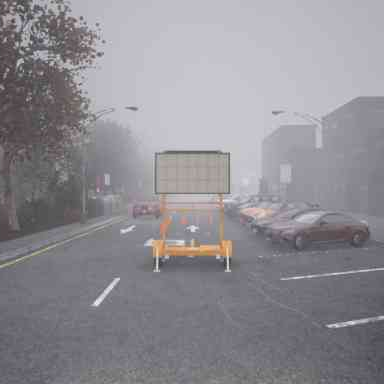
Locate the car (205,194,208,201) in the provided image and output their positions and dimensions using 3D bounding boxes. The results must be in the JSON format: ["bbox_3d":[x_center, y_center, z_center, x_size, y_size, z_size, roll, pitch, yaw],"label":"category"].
[{"bbox_3d":[5.414,1.613,65.020,5.366,1.575,1.946,1,0,-20],"label":"car"}]

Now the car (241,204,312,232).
[{"bbox_3d":[5.321,1.518,17.028,4.792,1.488,2.163,1,0,-20],"label":"car"}]

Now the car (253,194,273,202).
[{"bbox_3d":[18.637,1.463,87.065,2.435,2.045,5.566,0,0,-21],"label":"car"}]

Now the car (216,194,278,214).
[{"bbox_3d":[5.401,1.252,29.024,5.566,2.045,2.435,1,0,-20],"label":"car"}]

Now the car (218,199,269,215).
[{"bbox_3d":[5.419,1.545,35.039,4.792,1.488,2.163,1,0,-20],"label":"car"}]

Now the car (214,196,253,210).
[{"bbox_3d":[5.470,1.414,44.054,4.553,1.767,2.185,1,0,-20],"label":"car"}]

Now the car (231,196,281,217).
[{"bbox_3d":[5.411,1.369,23.049,4.553,1.767,2.185,1,0,-20],"label":"car"}]

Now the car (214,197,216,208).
[{"bbox_3d":[5.255,1.503,31.982,5.366,1.575,1.946,1,0,-20],"label":"car"}]

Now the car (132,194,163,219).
[{"bbox_3d":[-3.835,1.240,29.496,2.150,2.045,5.566,0,0,0],"label":"car"}]

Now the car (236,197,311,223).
[{"bbox_3d":[5.395,1.366,20.048,4.553,1.767,2.185,1,0,-20],"label":"car"}]

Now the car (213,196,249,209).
[{"bbox_3d":[5.486,1.424,47.056,4.553,1.767,2.185,1,0,-20],"label":"car"}]

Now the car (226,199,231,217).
[{"bbox_3d":[5.391,1.538,26.045,4.674,1.452,2.002,1,0,-20],"label":"car"}]

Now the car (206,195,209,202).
[{"bbox_3d":[5.554,1.583,56.075,5.008,1.535,2.097,1,-1,-20],"label":"car"}]

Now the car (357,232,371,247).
[{"bbox_3d":[5.318,1.487,5.036,4.892,1.521,2.231,1,0,-20],"label":"car"}]

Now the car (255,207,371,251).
[{"bbox_3d":[5.338,1.528,14.036,4.674,1.452,2.002,1,0,-20],"label":"car"}]

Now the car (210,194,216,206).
[{"bbox_3d":[5.443,1.271,38.041,5.566,2.045,2.435,1,0,-20],"label":"car"}]

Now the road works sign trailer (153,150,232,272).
[{"bbox_3d":[0.019,0.465,10.771,2.380,3.560,2.880,0,0,0],"label":"road works sign trailer"}]

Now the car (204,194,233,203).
[{"bbox_3d":[5.622,1.391,71.113,5.566,2.045,2.435,1,0,-20],"label":"car"}]
